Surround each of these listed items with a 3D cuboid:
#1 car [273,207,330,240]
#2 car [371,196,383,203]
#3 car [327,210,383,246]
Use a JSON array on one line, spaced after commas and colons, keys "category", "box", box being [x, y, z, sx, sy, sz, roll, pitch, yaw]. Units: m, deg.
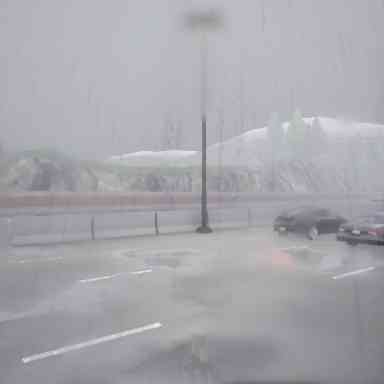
[{"category": "car", "box": [6.236, 1.513, 16.916, 4.892, 1.490, 1.837, 0, 0, -35]}, {"category": "car", "box": [37.627, 1.520, 66.875, 4.181, 1.385, 1.994, 0, 0, -43]}, {"category": "car", "box": [8.269, 1.560, 14.066, 5.357, 1.411, 2.033, 0, 0, -35]}]
